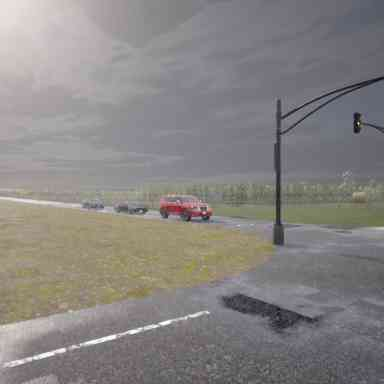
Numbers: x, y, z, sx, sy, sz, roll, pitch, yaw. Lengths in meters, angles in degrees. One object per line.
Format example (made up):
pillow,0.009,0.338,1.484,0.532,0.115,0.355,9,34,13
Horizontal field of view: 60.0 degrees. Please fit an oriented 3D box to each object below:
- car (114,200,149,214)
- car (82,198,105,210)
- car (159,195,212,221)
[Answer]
car,-6.706,1.604,36.057,2.033,1.411,5.357,0,0,-36
car,-13.532,1.582,45.472,1.837,1.490,4.892,0,0,-36
car,-0.670,1.256,27.755,2.150,2.045,5.566,0,0,-36
